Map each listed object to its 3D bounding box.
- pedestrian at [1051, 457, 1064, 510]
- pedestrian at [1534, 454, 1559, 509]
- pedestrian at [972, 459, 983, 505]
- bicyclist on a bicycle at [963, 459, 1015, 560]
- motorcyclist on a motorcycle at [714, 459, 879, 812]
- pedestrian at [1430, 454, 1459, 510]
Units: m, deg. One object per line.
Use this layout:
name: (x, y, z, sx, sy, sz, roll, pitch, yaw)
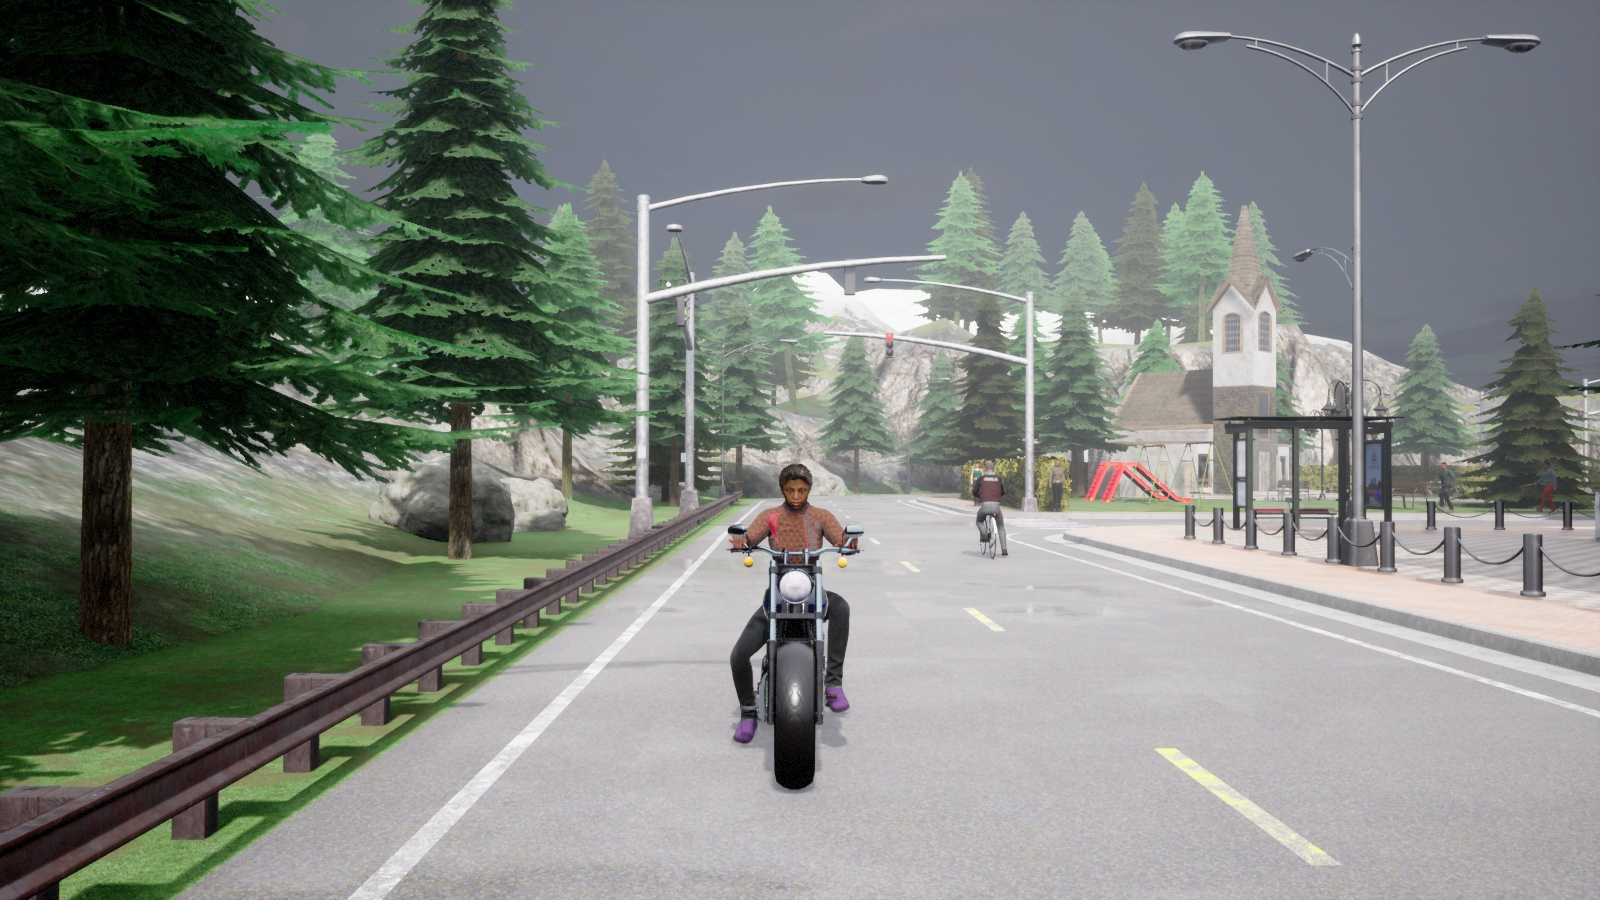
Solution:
pedestrian: (8.943, 1.155, 43.646, 0.331, 1.846, 0.634, 0, -1, 1)
pedestrian: (25.448, 1.075, 42.794, 0.614, 1.847, 0.353, 0, -1, -2)
pedestrian: (7.124, 1.282, 50.420, 0.345, 1.836, 0.594, -1, -1, 18)
bicyclist on a bicycle: (3.438, 1.056, 22.945, 0.659, 1.776, 1.843, 0, -1, 0)
motorcyclist on a motorcycle: (-0.019, 0.883, 7.064, 0.766, 1.649, 2.350, 0, -1, 0)
pedestrian: (22.612, 1.108, 44.078, 0.788, 1.949, 0.423, 0, -1, -14)
